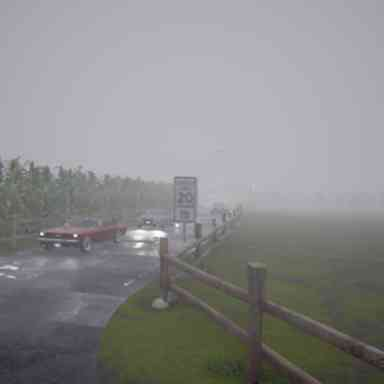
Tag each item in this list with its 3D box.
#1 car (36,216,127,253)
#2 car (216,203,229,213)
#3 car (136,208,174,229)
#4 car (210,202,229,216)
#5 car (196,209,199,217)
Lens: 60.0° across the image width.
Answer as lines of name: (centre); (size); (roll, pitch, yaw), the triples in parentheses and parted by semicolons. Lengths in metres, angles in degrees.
car: (-4.652, 1.756, 14.785); (1.895, 1.301, 4.718); (1, -1, 12)
car: (4.965, 2.546, 53.406); (1.895, 1.301, 4.718); (1, -1, 7)
car: (-2.625, 1.911, 24.514); (1.994, 1.385, 4.181); (1, -1, 11)
car: (3.643, 2.124, 43.606); (2.097, 1.767, 4.553); (1, -1, 9)
car: (-0.448, 2.098, 36.314); (1.812, 1.442, 4.674); (1, -1, 10)
